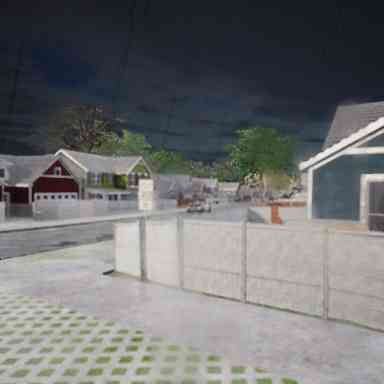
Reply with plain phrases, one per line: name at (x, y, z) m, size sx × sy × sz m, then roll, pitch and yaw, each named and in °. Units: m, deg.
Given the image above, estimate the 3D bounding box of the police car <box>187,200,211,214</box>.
police car at (0.885, 1.877, 41.976) m, size 2.038 × 1.542 × 4.974 m, roll 1°, pitch 0°, yaw 19°
